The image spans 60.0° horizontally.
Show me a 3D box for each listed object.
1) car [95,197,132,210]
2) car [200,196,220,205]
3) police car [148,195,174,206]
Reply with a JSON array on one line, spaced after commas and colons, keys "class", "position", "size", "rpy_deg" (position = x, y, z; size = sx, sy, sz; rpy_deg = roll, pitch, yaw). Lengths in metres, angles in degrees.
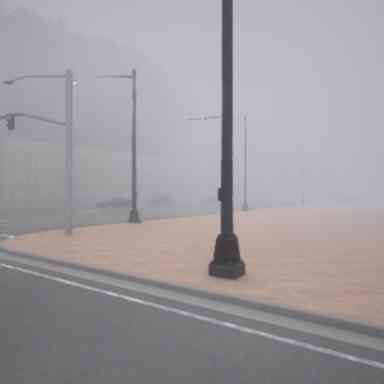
[{"class": "car", "position": [-9.630, 1.411, 41.136], "size": [1.882, 1.535, 5.008], "rpy_deg": [0, 0, 36]}, {"class": "car", "position": [3.626, 1.483, 59.430], "size": [2.033, 1.411, 5.357], "rpy_deg": [0, 0, 36]}, {"class": "police car", "position": [-5.008, 1.353, 53.406], "size": [1.930, 1.638, 5.238], "rpy_deg": [0, 0, 36]}]
